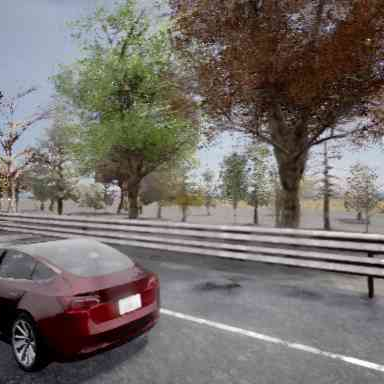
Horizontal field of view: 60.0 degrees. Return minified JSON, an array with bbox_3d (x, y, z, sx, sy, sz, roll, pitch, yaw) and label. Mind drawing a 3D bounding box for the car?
[{"bbox_3d":[-2.721,1.560,5.820,4.792,1.488,2.163,-1,0,36],"label":"car"}]
